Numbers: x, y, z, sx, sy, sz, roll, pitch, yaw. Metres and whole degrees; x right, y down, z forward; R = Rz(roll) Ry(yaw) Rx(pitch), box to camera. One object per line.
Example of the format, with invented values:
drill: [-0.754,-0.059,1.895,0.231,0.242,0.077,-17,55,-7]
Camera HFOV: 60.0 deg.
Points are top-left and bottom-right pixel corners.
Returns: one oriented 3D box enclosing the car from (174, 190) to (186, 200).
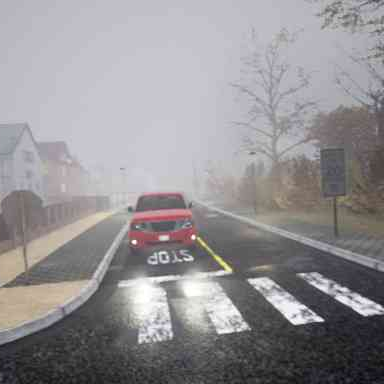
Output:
car: [-2.052,0.446,56.993,1.882,1.535,5.008,-4,1,-2]

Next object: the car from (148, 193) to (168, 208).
car: [-3.860,0.966,38.798,2.033,1.411,5.357,-4,1,-4]

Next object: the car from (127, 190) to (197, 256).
car: [-1.176,0.995,12.790,2.150,2.045,5.566,-4,1,-6]

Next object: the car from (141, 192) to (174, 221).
car: [-2.552,0.957,24.568,2.097,1.767,4.553,-4,1,-6]
